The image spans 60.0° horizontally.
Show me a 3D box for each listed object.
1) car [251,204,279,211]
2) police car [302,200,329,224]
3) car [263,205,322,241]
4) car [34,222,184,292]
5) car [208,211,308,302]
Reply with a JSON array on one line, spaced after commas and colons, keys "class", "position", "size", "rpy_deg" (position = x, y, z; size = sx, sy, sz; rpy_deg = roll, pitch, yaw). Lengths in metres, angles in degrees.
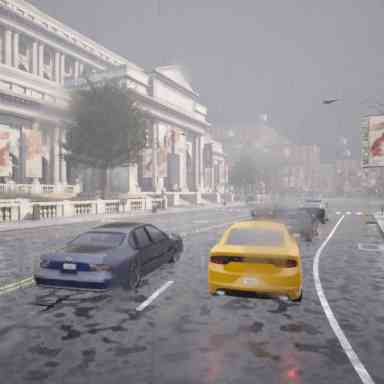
[{"class": "car", "position": [6.347, 1.600, 27.032], "size": [1.895, 1.301, 4.718], "rpy_deg": [0, 0, 27]}, {"class": "police car", "position": [9.193, 1.425, 25.118], "size": [1.930, 1.638, 5.238], "rpy_deg": [0, 0, 27]}, {"class": "car", "position": [5.179, 1.564, 16.767], "size": [1.994, 1.385, 4.181], "rpy_deg": [0, 0, 26]}, {"class": "car", "position": [-1.797, 1.548, 9.127], "size": [2.033, 1.411, 5.357], "rpy_deg": [0, 0, 15]}, {"class": "car", "position": [1.709, 1.478, 8.472], "size": [1.882, 1.535, 5.008], "rpy_deg": [0, 0, 15]}]
